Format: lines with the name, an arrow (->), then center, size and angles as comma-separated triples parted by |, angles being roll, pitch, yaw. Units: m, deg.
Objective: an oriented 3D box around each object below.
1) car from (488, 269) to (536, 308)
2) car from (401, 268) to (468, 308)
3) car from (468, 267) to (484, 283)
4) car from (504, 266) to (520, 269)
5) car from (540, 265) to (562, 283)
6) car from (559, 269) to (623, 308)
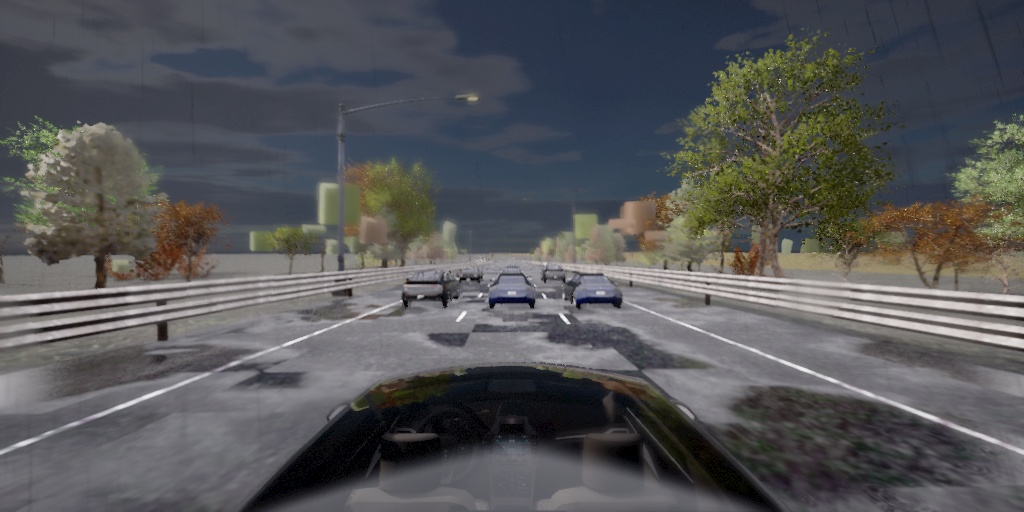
car -> 0.003, 1.451, 16.144 | 1.994, 1.385, 4.181 | 0, 0, 0
car -> -3.498, 1.379, 16.147 | 2.128, 1.511, 4.902 | 0, 0, 0
car -> -3.504, 1.630, 30.948 | 1.895, 1.301, 4.718 | 0, -1, 0
car -> -0.005, 1.576, 30.832 | 2.033, 1.411, 5.357 | 0, -1, 0
car -> 3.499, 1.524, 31.150 | 2.128, 1.511, 4.902 | 0, 0, 0
car -> 3.502, 1.451, 16.156 | 1.994, 1.385, 4.181 | 0, -1, 0
